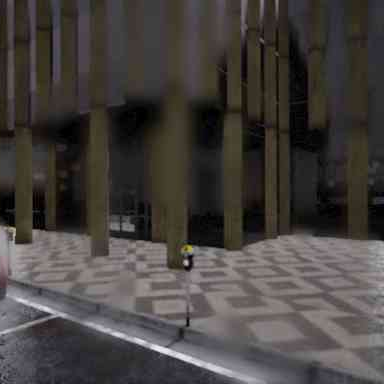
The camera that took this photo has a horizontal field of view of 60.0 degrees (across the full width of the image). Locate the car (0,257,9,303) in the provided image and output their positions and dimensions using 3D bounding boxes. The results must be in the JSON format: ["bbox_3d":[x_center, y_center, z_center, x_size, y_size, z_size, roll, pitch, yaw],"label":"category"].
[{"bbox_3d":[-5.724,1.521,7.046,4.097,1.590,1.967,-1,0,36],"label":"car"}]
